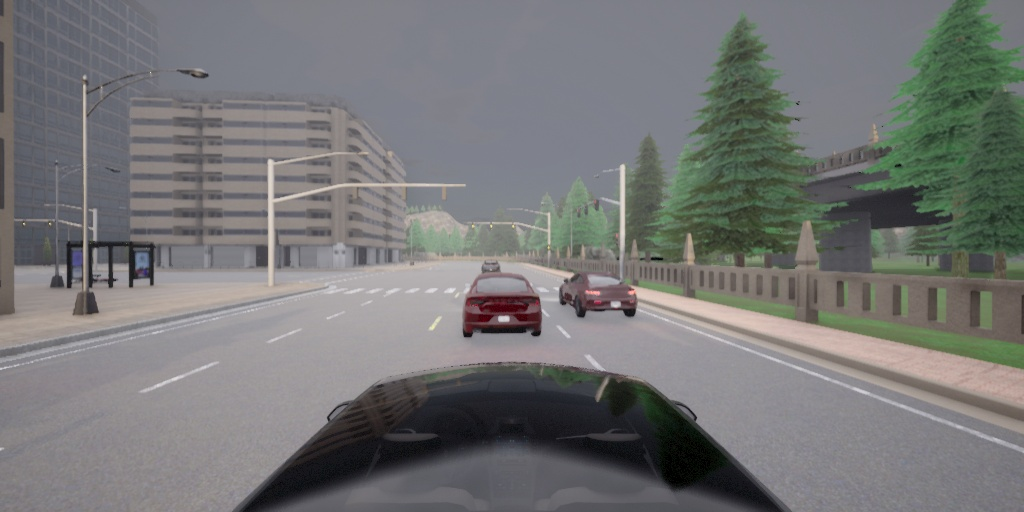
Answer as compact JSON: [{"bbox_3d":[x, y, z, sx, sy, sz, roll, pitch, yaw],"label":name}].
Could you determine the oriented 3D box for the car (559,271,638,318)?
[{"bbox_3d":[2.914,1.243,12.804,1.812,1.442,4.674,0,0,-3],"label":"car"}]

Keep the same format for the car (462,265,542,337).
[{"bbox_3d":[-0.347,1.203,10.227,1.882,1.535,5.008,0,0,-4],"label":"car"}]

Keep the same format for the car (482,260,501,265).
[{"bbox_3d":[-2.210,1.146,37.789,2.128,1.511,4.902,0,0,-3],"label":"car"}]
